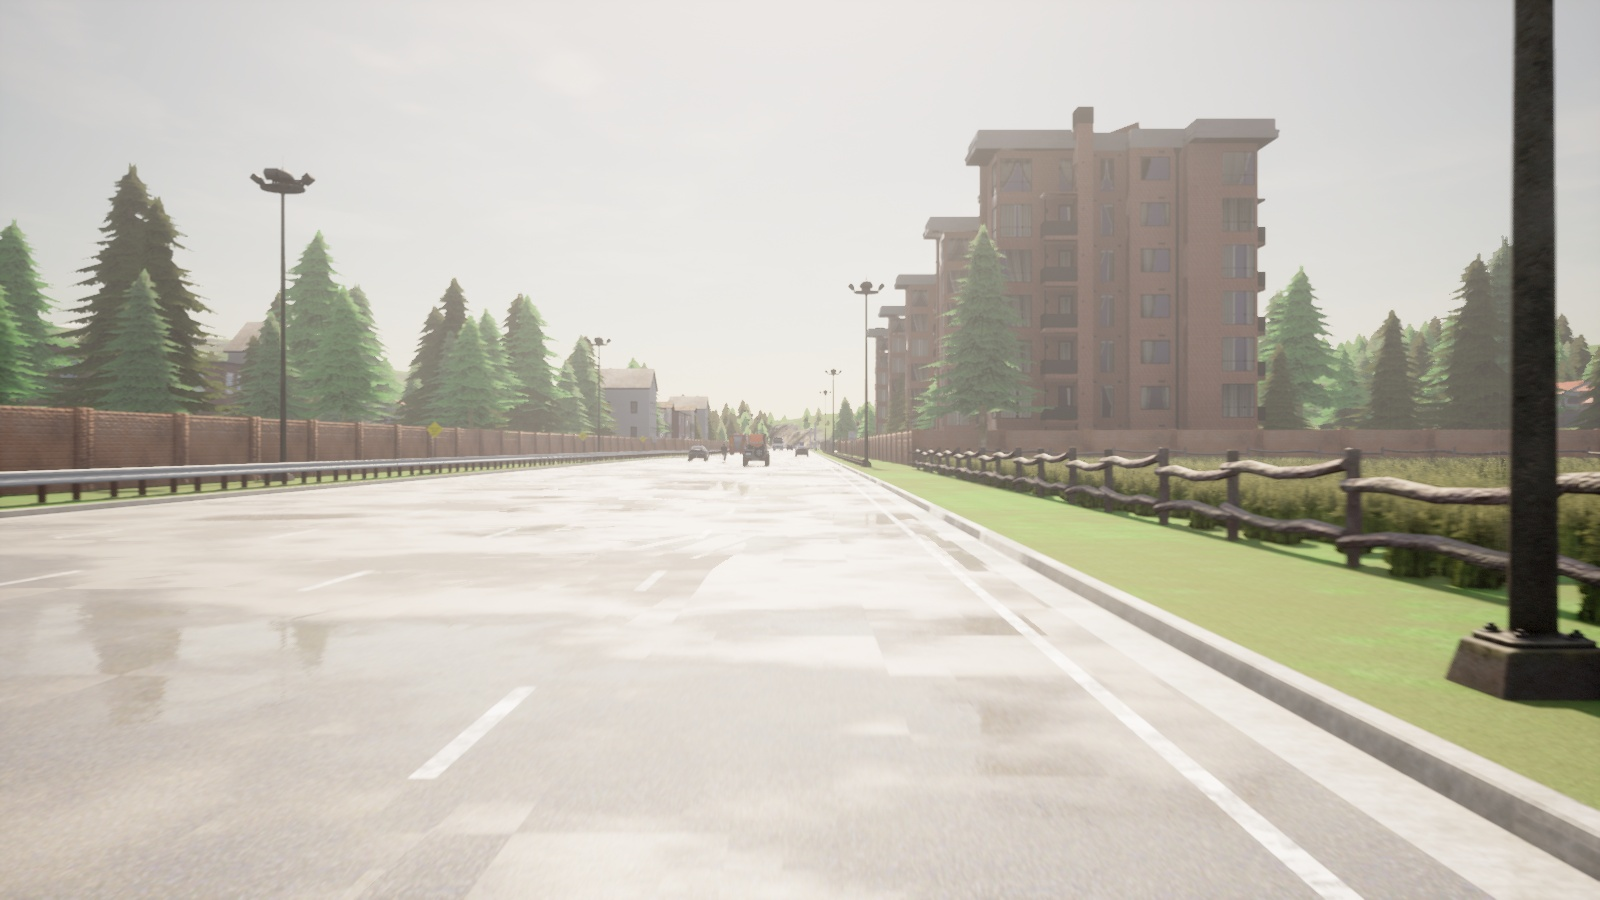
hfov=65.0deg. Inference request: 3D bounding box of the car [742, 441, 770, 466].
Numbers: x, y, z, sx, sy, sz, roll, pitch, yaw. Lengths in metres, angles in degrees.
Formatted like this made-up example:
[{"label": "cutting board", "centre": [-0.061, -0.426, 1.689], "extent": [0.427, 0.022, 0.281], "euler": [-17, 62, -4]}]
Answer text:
[{"label": "car", "centre": [-3.243, 0.235, 93.700], "extent": [1.932, 1.855, 4.605], "euler": [0, 0, 0]}]
